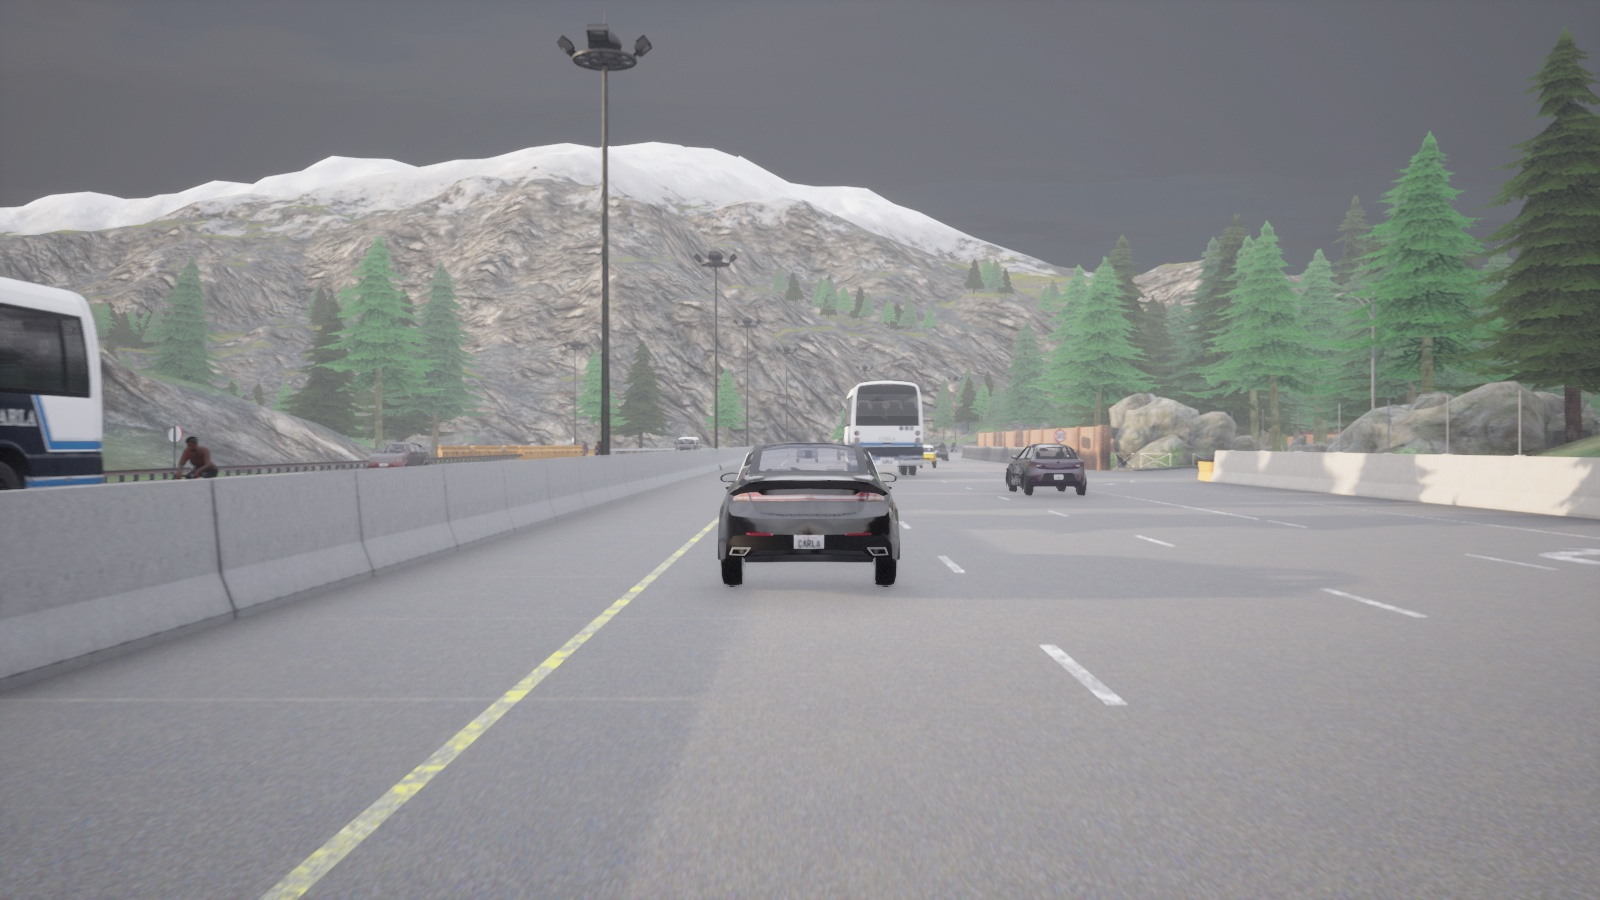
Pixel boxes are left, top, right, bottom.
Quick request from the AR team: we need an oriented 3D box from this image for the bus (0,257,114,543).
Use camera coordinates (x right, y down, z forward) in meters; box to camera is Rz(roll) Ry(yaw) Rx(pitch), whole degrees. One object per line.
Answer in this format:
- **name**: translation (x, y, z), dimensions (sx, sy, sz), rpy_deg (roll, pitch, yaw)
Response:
- **bus**: translation (-13.889, -0.735, 16.612), dimensions (3.944, 4.253, 10.273), rpy_deg (0, 0, 0)

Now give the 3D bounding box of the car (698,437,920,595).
- **car**: translation (0.098, 0.621, 14.482), dimensions (2.128, 1.511, 4.902), rpy_deg (0, 0, 0)

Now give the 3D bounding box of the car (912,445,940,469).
- **car**: translation (7.439, 0.387, 74.358), dimensions (1.481, 1.376, 2.207), rpy_deg (0, 1, 0)

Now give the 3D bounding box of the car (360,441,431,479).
- **car**: translation (-17.180, 0.413, 53.508), dimensions (1.789, 1.549, 3.705), rpy_deg (0, 0, 0)

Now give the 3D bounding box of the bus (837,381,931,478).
- **bus**: translation (3.863, -0.970, 60.727), dimensions (3.944, 4.253, 10.273), rpy_deg (0, 1, 0)

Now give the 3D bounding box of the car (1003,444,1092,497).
- **car**: translation (7.227, 0.556, 37.083), dimensions (1.816, 1.474, 4.193), rpy_deg (0, 0, 0)
